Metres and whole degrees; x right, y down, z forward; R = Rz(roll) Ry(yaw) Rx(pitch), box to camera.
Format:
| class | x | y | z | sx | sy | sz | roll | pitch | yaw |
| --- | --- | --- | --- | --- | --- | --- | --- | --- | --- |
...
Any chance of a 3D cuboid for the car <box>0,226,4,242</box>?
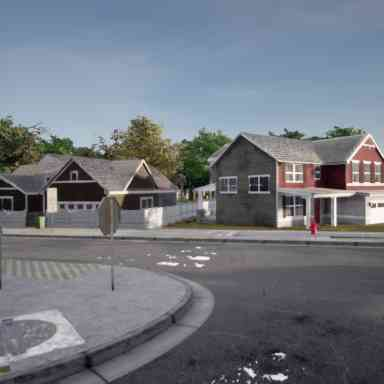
| class | x | y | z | sx | sy | sz | roll | pitch | yaw |
| --- | --- | --- | --- | --- | --- | --- | --- | --- | --- |
| car | -12.424 | 1.954 | 17.163 | 5.566 | 2.045 | 2.150 | -2 | 0 | 21 |
